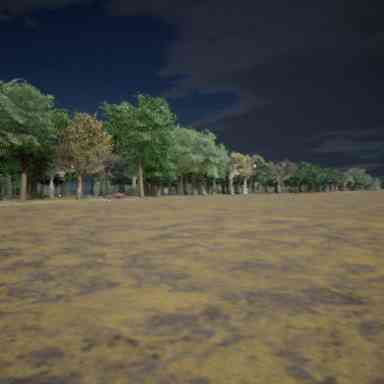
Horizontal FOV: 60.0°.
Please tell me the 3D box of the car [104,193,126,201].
[{"bbox_3d":[-15.165,0.893,65.760,1.812,1.442,4.674,-3,-1,36],"label":"car"}]
